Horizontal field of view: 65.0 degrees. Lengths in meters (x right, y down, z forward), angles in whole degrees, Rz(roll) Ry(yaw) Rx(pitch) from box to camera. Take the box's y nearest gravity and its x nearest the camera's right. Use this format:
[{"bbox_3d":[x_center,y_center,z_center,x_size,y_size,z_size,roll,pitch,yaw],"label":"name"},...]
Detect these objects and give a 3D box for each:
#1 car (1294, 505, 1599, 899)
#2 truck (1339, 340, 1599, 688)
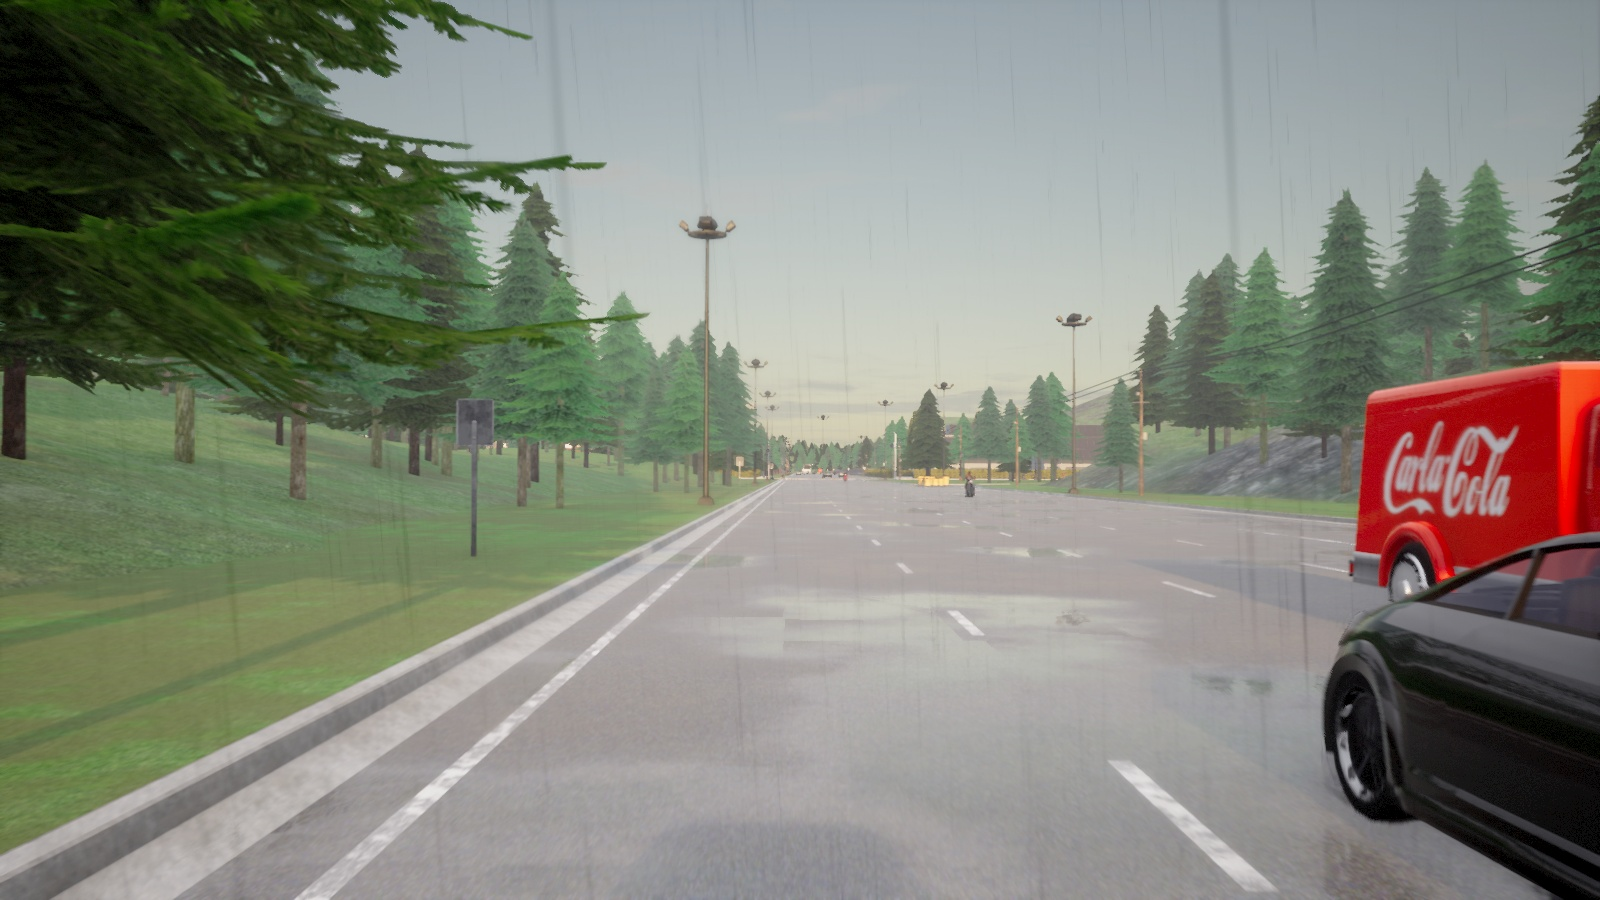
[{"bbox_3d":[3.490,0.935,4.222,1.994,1.385,4.181,0,-1,0],"label":"car"},{"bbox_3d":[6.972,0.476,10.546,2.627,2.467,5.204,0,-1,0],"label":"truck"}]
